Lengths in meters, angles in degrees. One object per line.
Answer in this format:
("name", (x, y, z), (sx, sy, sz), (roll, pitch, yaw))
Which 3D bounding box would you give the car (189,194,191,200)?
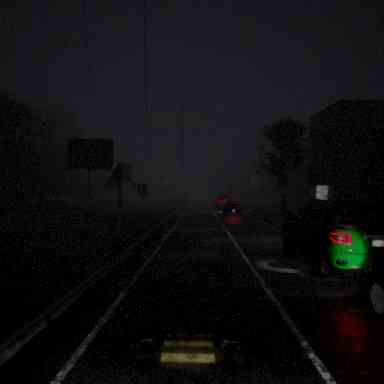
("car", (-3.725, 1.252, 77.961), (5.566, 2.045, 2.435), (1, 0, 1))

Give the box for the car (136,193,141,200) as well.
("car", (-16.531, 1.267, 86.651), (4.553, 1.767, 2.185), (1, -1, 1))

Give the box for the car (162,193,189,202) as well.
("car", (-3.765, 1.489, 75.158), (4.892, 1.521, 2.231), (1, 0, 1))

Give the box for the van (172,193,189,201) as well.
("van", (-3.232, 1.405, 91.967), (4.442, 1.987, 1.878), (1, -1, 1))

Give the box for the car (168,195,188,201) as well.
("car", (-3.564, 1.545, 83.561), (4.892, 1.521, 2.231), (1, -1, 1))

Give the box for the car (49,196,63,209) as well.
("car", (-17.811, 1.244, 37.836), (4.892, 1.521, 2.231), (1, 0, 1))

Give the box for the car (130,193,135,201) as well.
("car", (-16.779, 1.324, 78.299), (5.008, 1.535, 2.097), (1, 0, 1))

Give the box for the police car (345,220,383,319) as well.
("police car", (4.288, 1.491, 4.572), (1.930, 1.638, 5.238), (1, 0, 1))

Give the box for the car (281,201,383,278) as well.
("car", (4.437, 1.298, 10.494), (2.150, 2.045, 5.566), (1, 0, 1))

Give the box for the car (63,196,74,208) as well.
("car", (-17.738, 1.247, 41.109), (5.008, 1.535, 2.097), (1, 0, 1))

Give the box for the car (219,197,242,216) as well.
("car", (4.096, 1.592, 34.352), (1.837, 1.490, 4.892), (1, -1, 2))

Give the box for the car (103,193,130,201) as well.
("car", (-16.911, 1.297, 72.732), (5.008, 1.535, 2.097), (1, 0, 1))

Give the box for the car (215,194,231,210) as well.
("car", (4.337, 1.322, 45.394), (2.150, 2.045, 5.566), (1, 0, 1))

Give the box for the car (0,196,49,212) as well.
("car", (-17.899, 1.278, 34.561), (4.674, 1.452, 2.002), (1, 0, 2))

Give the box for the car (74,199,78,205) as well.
("car", (-17.649, 1.292, 44.256), (4.674, 1.452, 2.002), (1, 0, 1))

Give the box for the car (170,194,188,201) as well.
("car", (-3.386, 1.473, 89.165), (4.553, 1.767, 2.185), (1, -1, 1))
